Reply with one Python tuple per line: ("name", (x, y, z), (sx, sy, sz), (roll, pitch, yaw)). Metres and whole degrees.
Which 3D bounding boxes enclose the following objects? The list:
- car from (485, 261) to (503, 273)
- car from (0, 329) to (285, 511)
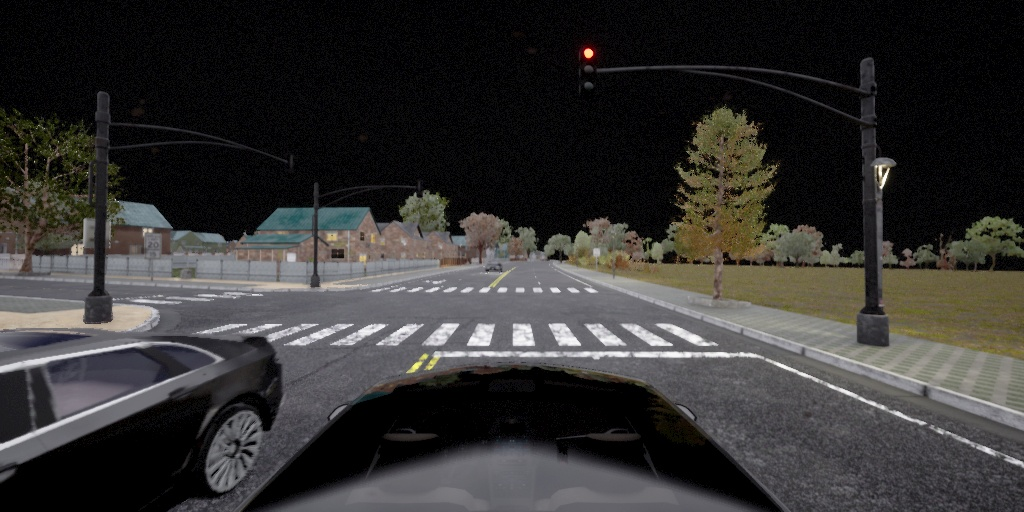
("car", (-2.171, 1.340, 44.199), (1.994, 1.385, 4.181), (0, 0, 3))
("car", (-3.243, 1.247, 1.649), (2.128, 1.511, 4.902), (0, 0, 0))
